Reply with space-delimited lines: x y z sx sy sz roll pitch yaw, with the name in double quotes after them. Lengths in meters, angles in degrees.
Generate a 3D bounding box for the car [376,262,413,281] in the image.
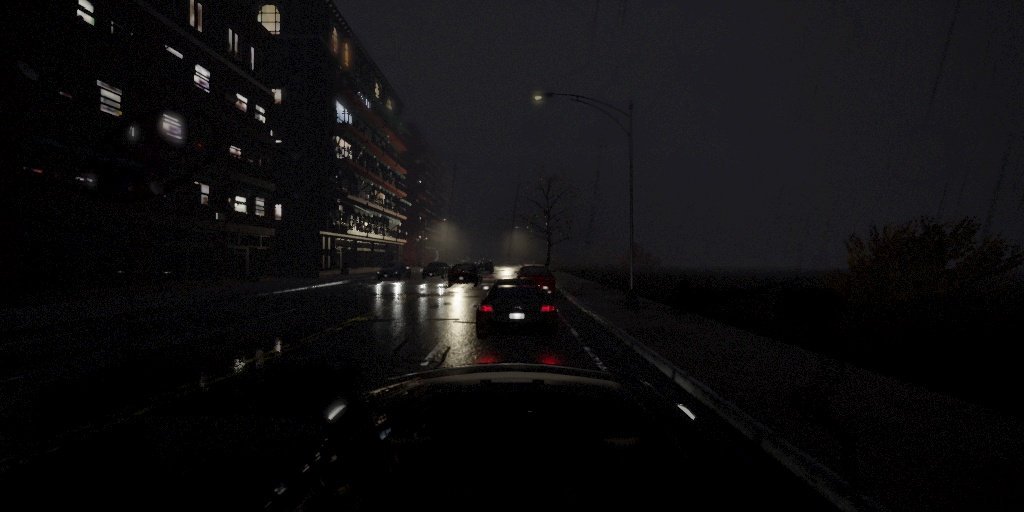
-9.829 1.278 30.286 1.812 1.442 4.674 0 0 0 "car"

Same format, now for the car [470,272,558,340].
0.107 1.315 10.040 1.994 1.385 4.181 0 0 0 "car"

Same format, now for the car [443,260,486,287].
-3.134 1.230 24.600 1.882 1.535 5.008 0 0 0 "car"

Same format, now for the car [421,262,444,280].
-6.579 1.257 31.442 1.837 1.490 4.892 0 0 0 "car"

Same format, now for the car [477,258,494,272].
-3.119 1.242 42.341 2.128 1.511 4.902 0 0 0 "car"

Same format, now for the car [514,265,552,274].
1.149 1.230 18.960 1.882 1.535 5.008 0 0 0 "car"
